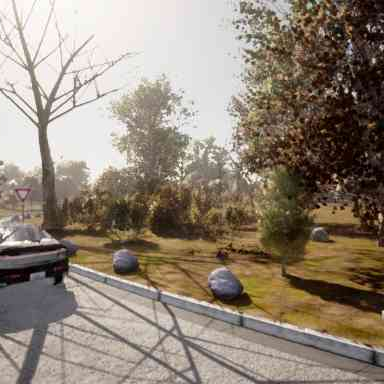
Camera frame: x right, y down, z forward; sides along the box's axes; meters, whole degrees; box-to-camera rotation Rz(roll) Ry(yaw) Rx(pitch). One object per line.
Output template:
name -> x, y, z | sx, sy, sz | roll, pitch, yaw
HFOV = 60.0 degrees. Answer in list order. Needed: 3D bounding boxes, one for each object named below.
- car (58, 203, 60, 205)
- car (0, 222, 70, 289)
car -> -19.088, 2.398, 48.772 | 2.097, 1.767, 4.553 | -1, -2, 11
car -> -4.909, 1.524, 8.492 | 4.902, 1.511, 2.128 | -1, 0, 44
